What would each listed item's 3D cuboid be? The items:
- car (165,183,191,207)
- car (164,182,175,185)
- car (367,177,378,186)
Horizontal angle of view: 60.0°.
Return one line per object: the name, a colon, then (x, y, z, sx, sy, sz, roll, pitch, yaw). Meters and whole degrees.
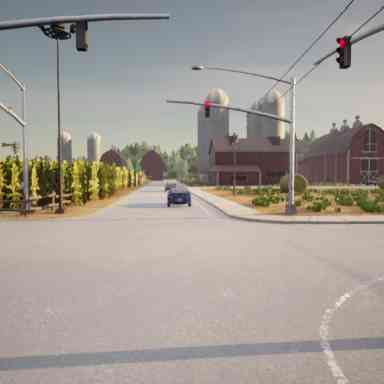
car: (-1.127, 0.331, 27.659, 1.882, 1.535, 5.008, 0, 3, -5)
car: (-3.370, -0.839, 52.889, 2.128, 1.511, 4.902, 0, 3, -5)
car: (42.327, -2.371, 77.602, 1.905, 1.878, 3.866, 10, 10, 41)
